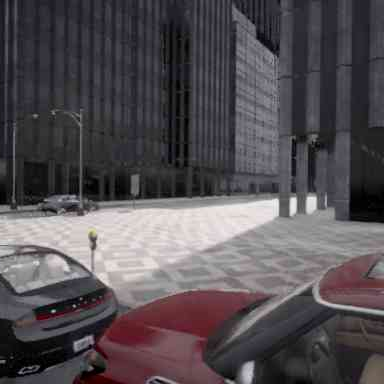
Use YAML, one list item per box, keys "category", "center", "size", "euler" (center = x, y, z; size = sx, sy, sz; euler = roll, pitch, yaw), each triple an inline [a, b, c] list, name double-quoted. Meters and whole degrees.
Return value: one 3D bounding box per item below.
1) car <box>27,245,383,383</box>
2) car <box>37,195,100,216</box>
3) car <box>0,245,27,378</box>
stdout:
- category: "car"
  center: [1.457, 1.317, 1.921]
  size: [5.009, 1.841, 2.192]
  euler: [1, 1, 36]
- category: "car"
  center: [-9.443, 1.001, 25.832]
  size: [2.128, 1.511, 4.902]
  euler: [1, 1, 35]
- category: "car"
  center: [-3.033, 1.501, 5.145]
  size: [4.403, 1.369, 2.008]
  euler: [1, 1, 36]
